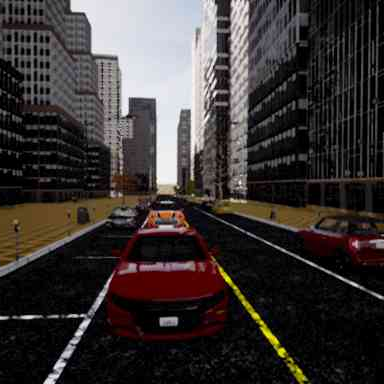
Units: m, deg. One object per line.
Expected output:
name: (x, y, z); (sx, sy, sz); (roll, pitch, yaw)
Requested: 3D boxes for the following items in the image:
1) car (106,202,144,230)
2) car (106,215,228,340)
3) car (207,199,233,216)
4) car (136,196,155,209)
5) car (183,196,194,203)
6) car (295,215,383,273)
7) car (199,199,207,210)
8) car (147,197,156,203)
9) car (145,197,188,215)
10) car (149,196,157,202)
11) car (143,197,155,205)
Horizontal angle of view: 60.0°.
car: (-4.392, 1.580, 21.373); (2.008, 1.369, 4.403); (-1, 0, -5)
car: (-0.536, 1.488, 6.997); (1.882, 1.535, 5.008); (0, 0, -5)
car: (2.972, 1.588, 33.474); (1.752, 1.417, 4.829); (-1, 0, -5)
car: (-6.333, 1.511, 43.789); (1.967, 1.590, 4.097); (-1, 0, -5)
car: (-0.421, 1.674, 72.700); (1.752, 1.417, 4.829); (-1, 0, -5)
car: (4.924, 1.465, 10.887); (1.967, 1.590, 4.097); (-1, 0, -5)
car: (2.018, 1.651, 44.511); (1.947, 1.339, 4.313); (-1, 0, -5)
car: (-8.755, 1.716, 71.809); (1.802, 1.307, 4.206); (-1, 0, -5)
car: (-1.610, 1.383, 20.531); (2.097, 1.767, 4.553); (0, 0, -5)
car: (-9.725, 1.713, 83.017); (2.008, 1.369, 4.403); (-1, 0, -5)
car: (-7.786, 1.652, 60.601); (1.887, 1.381, 4.507); (-1, 0, -5)
